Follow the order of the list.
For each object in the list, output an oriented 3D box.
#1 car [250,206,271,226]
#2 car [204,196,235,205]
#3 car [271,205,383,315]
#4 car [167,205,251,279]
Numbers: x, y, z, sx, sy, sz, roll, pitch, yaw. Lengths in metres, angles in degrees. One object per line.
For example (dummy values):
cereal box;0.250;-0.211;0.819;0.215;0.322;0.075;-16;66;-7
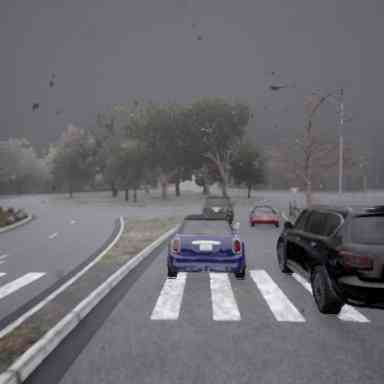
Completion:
car;5.227;1.682;24.425;1.994;1.385;4.181;0;1;8
car;2.052;1.309;25.220;2.150;2.045;5.566;0;1;8
car;3.567;1.312;7.832;2.150;2.045;5.566;0;-1;3
car;0.476;1.463;10.618;2.097;1.767;4.553;0;-1;3
